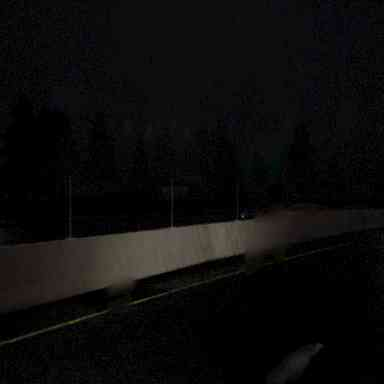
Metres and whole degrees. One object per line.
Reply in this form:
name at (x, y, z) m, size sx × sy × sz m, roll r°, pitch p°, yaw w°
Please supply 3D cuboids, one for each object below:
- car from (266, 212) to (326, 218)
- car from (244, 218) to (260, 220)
car at (6.969, 1.477, 21.332) m, size 5.008 × 1.535 × 1.882 m, roll 0°, pitch 0°, yaw -37°
car at (5.489, 1.491, 24.595) m, size 4.902 × 1.511 × 2.128 m, roll 0°, pitch 0°, yaw -37°
